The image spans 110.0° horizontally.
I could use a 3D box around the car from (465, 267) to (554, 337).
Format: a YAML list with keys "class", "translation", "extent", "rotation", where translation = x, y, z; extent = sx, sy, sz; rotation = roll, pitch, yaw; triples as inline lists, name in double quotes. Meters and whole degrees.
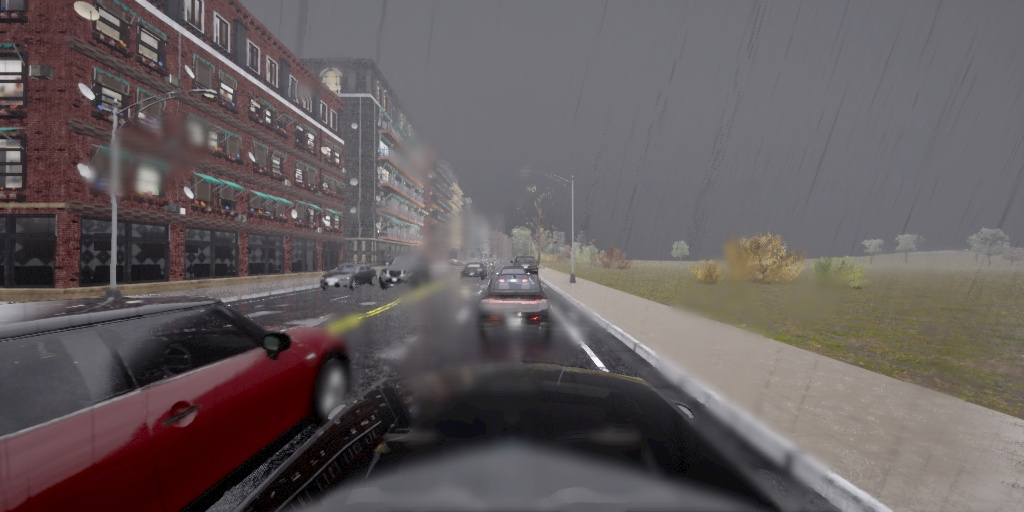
- class: "car"
  translation: [0.081, 1.243, 10.331]
  extent: [2.128, 1.511, 4.902]
  rotation: [0, 0, 0]

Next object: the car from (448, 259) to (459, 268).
- class: "car"
  translation: [-9.949, 1.299, 63.514]
  extent: [2.033, 1.411, 5.357]
  rotation: [0, 0, 0]

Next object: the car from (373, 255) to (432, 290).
- class: "car"
  translation: [-6.648, 0.975, 23.041]
  extent: [2.150, 2.045, 5.566]
  rotation: [0, 0, 0]

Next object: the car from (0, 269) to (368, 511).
- class: "car"
  translation: [-3.154, 1.102, 2.888]
  extent: [2.097, 1.767, 4.553]
  rotation: [0, 0, 0]

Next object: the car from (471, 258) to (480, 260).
- class: "car"
  translation: [-6.699, 1.104, 64.742]
  extent: [2.097, 1.767, 4.553]
  rotation: [0, 0, 0]

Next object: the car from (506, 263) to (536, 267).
- class: "car"
  translation: [0.060, 1.301, 20.771]
  extent: [2.033, 1.411, 5.357]
  rotation: [0, 0, 0]

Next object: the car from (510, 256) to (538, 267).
- class: "car"
  translation: [1.070, 0.979, 30.984]
  extent: [2.150, 2.045, 5.566]
  rotation: [0, 0, 0]

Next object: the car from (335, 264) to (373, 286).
- class: "car"
  translation: [-9.898, 1.245, 22.093]
  extent: [2.128, 1.511, 4.902]
  rotation: [0, 0, 0]

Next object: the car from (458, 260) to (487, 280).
- class: "car"
  translation: [-3.219, 1.280, 31.291]
  extent: [1.812, 1.442, 4.674]
  rotation: [0, 0, 0]
